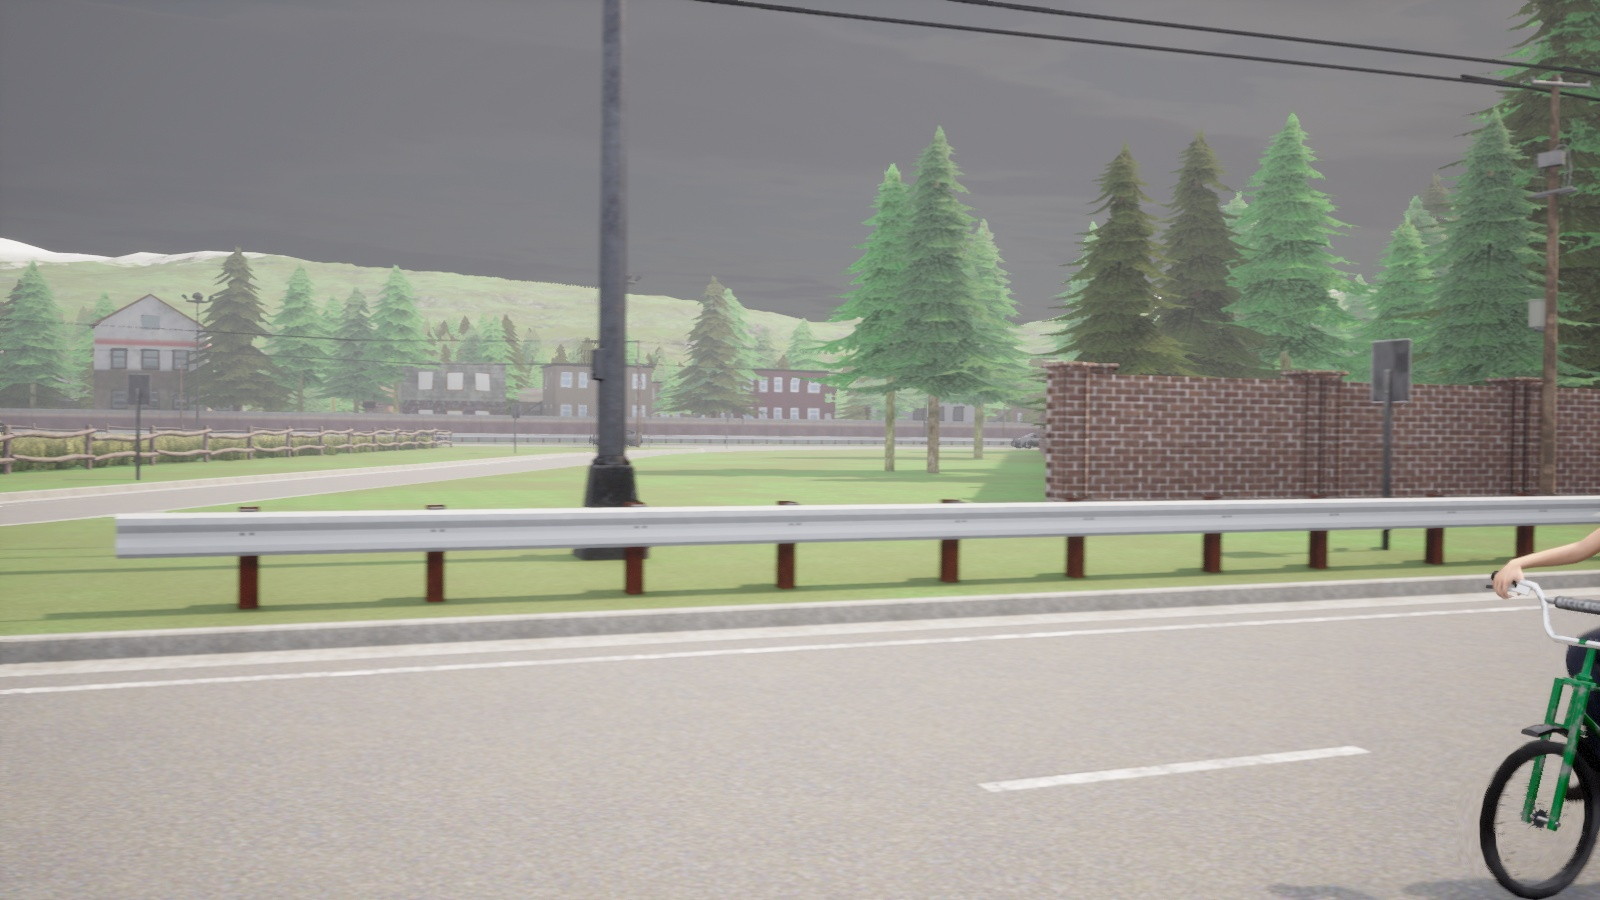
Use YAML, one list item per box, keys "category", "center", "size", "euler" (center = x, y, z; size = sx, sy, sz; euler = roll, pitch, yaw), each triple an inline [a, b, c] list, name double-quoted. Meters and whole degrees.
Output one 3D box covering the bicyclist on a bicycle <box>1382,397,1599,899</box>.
- category: "bicyclist on a bicycle"
  center: [2.944, 0.632, 4.352]
  size: [1.509, 1.612, 0.866]
  euler: [-1, 1, -21]
